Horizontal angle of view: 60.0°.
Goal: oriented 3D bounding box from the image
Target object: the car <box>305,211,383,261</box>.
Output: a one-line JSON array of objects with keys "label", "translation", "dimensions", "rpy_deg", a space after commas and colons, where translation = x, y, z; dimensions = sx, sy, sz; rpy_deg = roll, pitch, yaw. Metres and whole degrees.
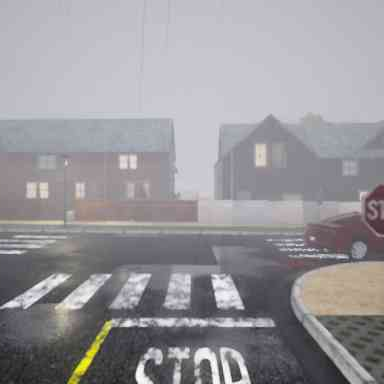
[{"label": "car", "translation": [6.528, 1.448, 11.752], "dimensions": [5.008, 1.535, 1.882], "rpy_deg": [0, -1, -11]}]
